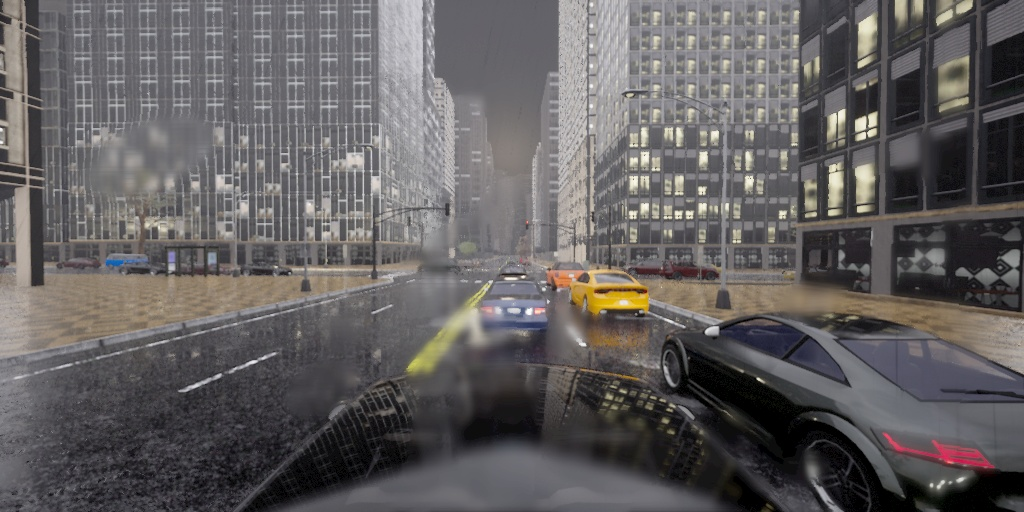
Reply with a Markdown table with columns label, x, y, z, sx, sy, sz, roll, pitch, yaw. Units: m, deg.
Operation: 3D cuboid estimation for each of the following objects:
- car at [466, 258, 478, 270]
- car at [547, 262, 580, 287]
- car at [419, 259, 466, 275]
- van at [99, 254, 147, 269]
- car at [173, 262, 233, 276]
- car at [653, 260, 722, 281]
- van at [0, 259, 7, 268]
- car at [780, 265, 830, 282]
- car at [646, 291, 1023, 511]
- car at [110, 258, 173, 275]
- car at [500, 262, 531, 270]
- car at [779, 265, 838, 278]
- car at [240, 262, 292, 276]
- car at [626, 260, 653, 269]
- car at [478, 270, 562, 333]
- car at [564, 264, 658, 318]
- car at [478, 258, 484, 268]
| label | x | y | z | sx | sy | sz | roll | pitch | yaw |
| --- | --- | --- | --- | --- | --- | --- | --- | --- | --- |
| car | -6.705 | 1.370 | 54.263 | 1.994 | 1.385 | 4.181 | 0 | 0 | 0 |
| car | 3.305 | 1.128 | 22.153 | 2.097 | 1.767 | 4.553 | 0 | 0 | 0 |
| car | -7.722 | 1.066 | 38.949 | 4.553 | 1.767 | 2.097 | 1 | 1 | 1 |
| van | -45.375 | 0.676 | 42.219 | 3.998 | 1.789 | 1.690 | 0 | 0 | 1 |
| car | -28.484 | 1.194 | 33.421 | 4.207 | 1.307 | 1.802 | 0 | 0 | 1 |
| car | 16.126 | 1.323 | 32.856 | 5.009 | 1.841 | 2.192 | 0 | 0 | 1 |
| van | -51.210 | 0.744 | 33.945 | 3.998 | 1.789 | 1.690 | 0 | 0 | 1 |
| car | 27.575 | 1.632 | 32.684 | 4.829 | 1.417 | 1.751 | 0 | 0 | 1 |
| car | 3.339 | 1.317 | 4.062 | 1.994 | 1.385 | 4.181 | 0 | 0 | 0 |
| car | -34.165 | 1.125 | 33.583 | 4.313 | 1.339 | 1.948 | 0 | 0 | 1 |
| car | 0.060 | 1.265 | 20.493 | 2.128 | 1.511 | 4.902 | 0 | 0 | 0 |
| car | 31.667 | 1.661 | 38.395 | 4.718 | 1.301 | 1.895 | 1 | 1 | 1 |
| car | -22.799 | 1.229 | 33.300 | 4.313 | 1.339 | 1.948 | 0 | 0 | 1 |
| car | 14.166 | 1.260 | 38.661 | 4.553 | 1.767 | 2.097 | 1 | 1 | 1 |
| car | 0.081 | 1.310 | 10.740 | 2.033 | 1.411 | 5.357 | 0 | 0 | 1 |
| car | 3.325 | 1.243 | 13.148 | 1.882 | 1.535 | 5.008 | 0 | 0 | 0 |
| car | -6.696 | 1.164 | 64.265 | 2.097 | 1.767 | 4.553 | 0 | 0 | 0 |
